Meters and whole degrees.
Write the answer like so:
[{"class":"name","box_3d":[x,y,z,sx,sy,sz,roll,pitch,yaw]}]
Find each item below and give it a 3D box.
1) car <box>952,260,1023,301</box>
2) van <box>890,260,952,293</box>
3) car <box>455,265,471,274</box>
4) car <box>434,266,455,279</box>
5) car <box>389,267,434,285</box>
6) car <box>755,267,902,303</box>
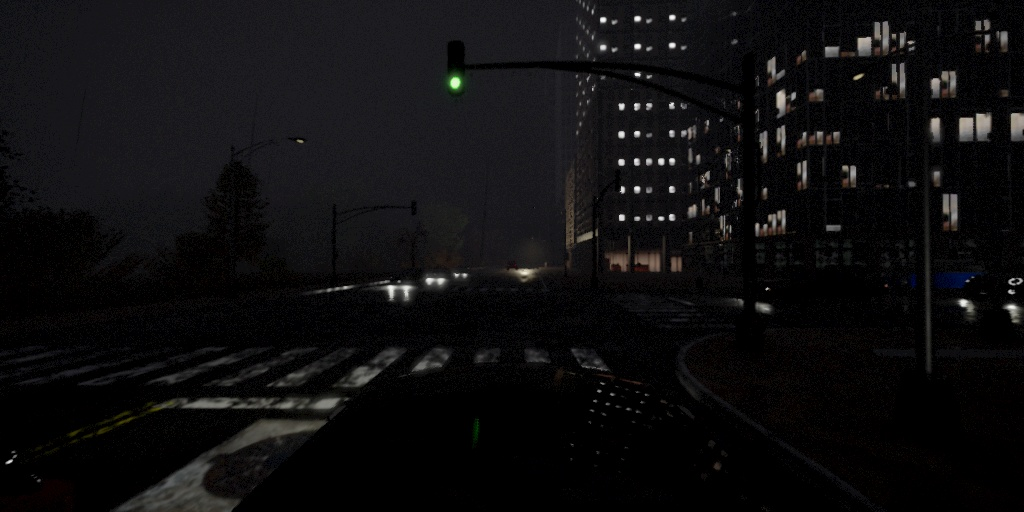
[{"class":"car","box_3d":[23.301,1.066,15.903,4.553,1.767,2.097,0,-1,4]},{"class":"van","box_3d":[21.963,1.093,18.696,3.998,1.789,1.690,0,0,4]},{"class":"car","box_3d":[-7.468,2.021,54.794,1.994,1.385,4.181,0,-1,3]},{"class":"car","box_3d":[-8.227,1.830,40.907,1.994,1.385,4.181,0,-1,3]},{"class":"car","box_3d":[-8.759,1.680,31.006,2.033,1.411,5.357,0,-1,3]},{"class":"car","box_3d":[13.906,1.342,16.484,5.357,1.411,2.033,0,-1,4]}]
